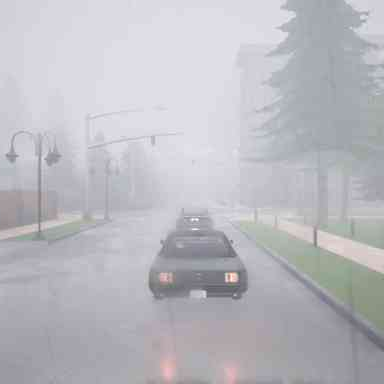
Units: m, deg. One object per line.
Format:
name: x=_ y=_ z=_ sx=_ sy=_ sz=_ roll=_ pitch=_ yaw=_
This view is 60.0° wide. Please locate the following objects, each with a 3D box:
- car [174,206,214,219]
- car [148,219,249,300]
car: x=0.131 y=1.505 z=17.627 sx=1.837 sy=1.490 sz=4.892 roll=0 pitch=0 yaw=0
car: x=0.118 y=1.601 z=8.366 sx=1.895 sy=1.301 sz=4.718 roll=0 pitch=0 yaw=0
